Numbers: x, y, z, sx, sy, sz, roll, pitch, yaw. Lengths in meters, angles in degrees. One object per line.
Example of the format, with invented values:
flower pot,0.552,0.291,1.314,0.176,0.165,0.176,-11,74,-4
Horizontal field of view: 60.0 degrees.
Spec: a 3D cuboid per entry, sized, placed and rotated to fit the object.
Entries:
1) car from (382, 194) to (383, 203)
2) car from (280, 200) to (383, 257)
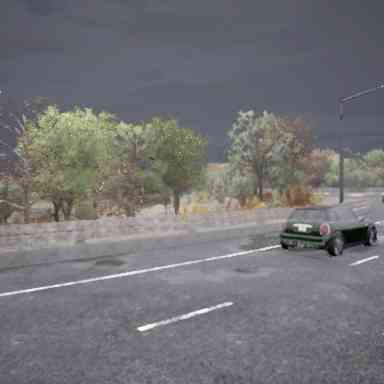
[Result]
car,34.712,0.961,57.677,2.150,2.045,5.566,0,0,17
car,5.426,1.308,13.033,4.553,1.767,2.097,0,0,-42
